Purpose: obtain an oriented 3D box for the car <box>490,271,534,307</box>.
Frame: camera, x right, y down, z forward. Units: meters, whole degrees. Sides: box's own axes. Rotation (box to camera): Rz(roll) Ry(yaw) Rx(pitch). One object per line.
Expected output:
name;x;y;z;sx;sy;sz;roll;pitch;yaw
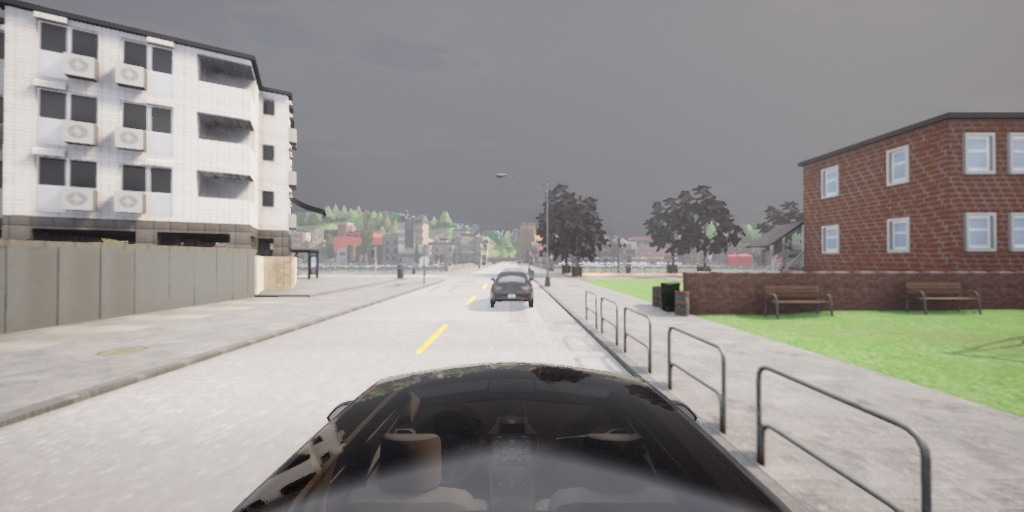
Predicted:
car;0.001;1.410;16.224;1.812;1.442;4.674;0;0;0
